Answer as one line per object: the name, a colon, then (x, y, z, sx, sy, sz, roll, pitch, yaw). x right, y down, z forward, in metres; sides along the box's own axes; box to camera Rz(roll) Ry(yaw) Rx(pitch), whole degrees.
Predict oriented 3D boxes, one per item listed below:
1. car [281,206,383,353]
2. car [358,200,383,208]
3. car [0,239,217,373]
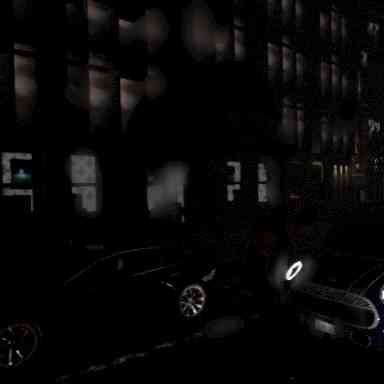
car: (3.696, 1.307, 6.053, 4.553, 1.767, 2.097, -1, 0, -36)
car: (6.880, 1.229, 11.696, 5.009, 1.841, 2.192, -1, -1, -36)
car: (-1.514, 1.557, 5.658, 4.313, 1.339, 1.947, -1, -1, -36)
